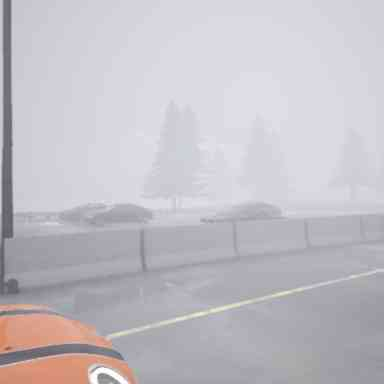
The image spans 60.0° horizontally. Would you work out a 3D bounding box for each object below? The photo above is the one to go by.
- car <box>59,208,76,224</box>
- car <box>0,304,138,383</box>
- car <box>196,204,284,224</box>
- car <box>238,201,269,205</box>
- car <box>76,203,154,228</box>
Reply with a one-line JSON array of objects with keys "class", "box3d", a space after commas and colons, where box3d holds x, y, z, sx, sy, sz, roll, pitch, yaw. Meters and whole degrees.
[{"class": "car", "box3d": [-7.344, 1.482, 24.102, 4.181, 1.385, 1.994, 0, 0, -32]}, {"class": "car", "box3d": [-2.517, 1.345, 1.834, 4.553, 1.767, 2.097, 0, 0, -36]}, {"class": "car", "box3d": [2.615, 1.540, 17.943, 4.718, 1.301, 1.895, 0, 0, -30]}, {"class": "car", "box3d": [3.932, 1.428, 22.696, 4.892, 1.490, 1.837, 0, 0, -29]}, {"class": "car", "box3d": [-4.763, 1.452, 21.607, 4.674, 1.442, 1.812, 0, 0, -32]}]
